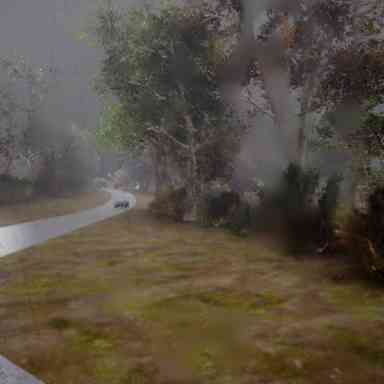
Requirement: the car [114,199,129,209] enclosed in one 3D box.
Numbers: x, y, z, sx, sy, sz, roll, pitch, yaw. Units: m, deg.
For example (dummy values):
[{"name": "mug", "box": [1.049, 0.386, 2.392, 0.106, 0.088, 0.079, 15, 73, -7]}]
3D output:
[{"name": "car", "box": [-10.702, 1.769, 50.877, 1.895, 1.301, 4.718, -2, 1, -5]}]
